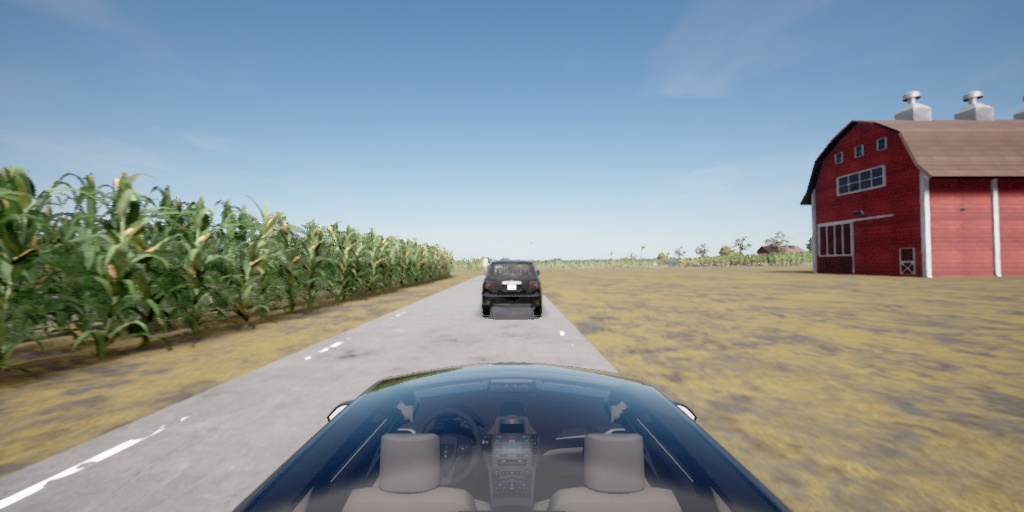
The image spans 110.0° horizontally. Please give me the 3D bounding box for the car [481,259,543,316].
[{"bbox_3d":[0.009,1.152,14.474,2.150,2.045,5.566,0,-1,0],"label":"car"}]
